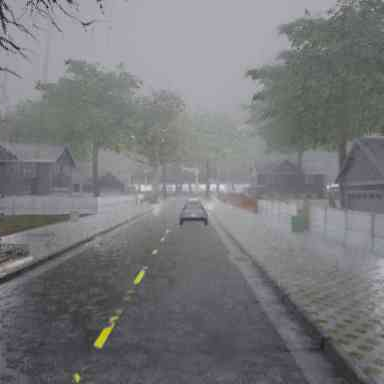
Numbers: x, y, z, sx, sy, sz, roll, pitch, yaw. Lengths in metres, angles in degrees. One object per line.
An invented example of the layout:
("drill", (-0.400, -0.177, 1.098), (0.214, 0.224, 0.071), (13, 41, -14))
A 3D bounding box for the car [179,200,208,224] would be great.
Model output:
("car", (0.117, 1.500, 24.205), (1.994, 1.385, 4.181), (0, 0, 0))

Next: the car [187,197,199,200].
("car", (0.129, 1.386, 42.047), (1.812, 1.442, 4.674), (0, 0, 0))
